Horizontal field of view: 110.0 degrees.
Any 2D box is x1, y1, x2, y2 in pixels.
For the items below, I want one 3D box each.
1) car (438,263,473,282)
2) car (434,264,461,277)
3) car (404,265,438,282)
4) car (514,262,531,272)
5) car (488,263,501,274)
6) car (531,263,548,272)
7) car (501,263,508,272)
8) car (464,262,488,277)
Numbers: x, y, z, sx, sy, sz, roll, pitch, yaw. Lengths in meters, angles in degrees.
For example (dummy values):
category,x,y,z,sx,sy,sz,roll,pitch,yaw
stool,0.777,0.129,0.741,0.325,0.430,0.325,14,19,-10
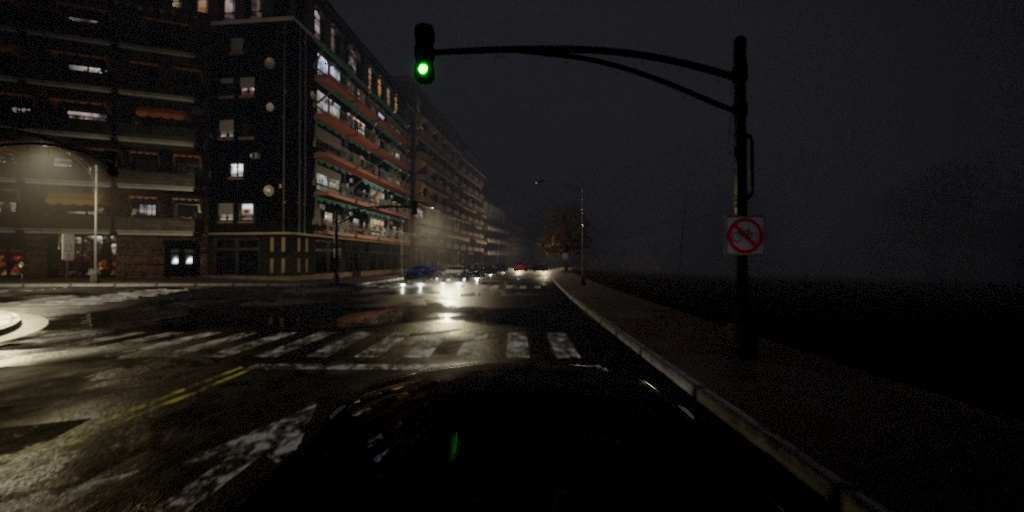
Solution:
category,x,y,z,sx,sy,sz,roll,pitch,yaw
car,-5.262,1.634,34.141,1.812,1.442,4.674,0,-1,4
car,-7.709,1.704,43.346,1.882,1.535,5.008,0,-1,6
car,-8.548,1.581,33.814,1.882,1.535,5.008,0,-1,4
car,1.685,1.872,64.463,2.097,1.767,4.553,0,-1,8
car,-3.368,1.918,52.914,1.994,1.385,4.181,0,-1,8
car,4.812,2.085,64.362,1.994,1.385,4.181,0,-1,9
car,-1.953,1.978,63.284,1.882,1.535,5.008,0,-1,9
car,-4.478,1.728,42.994,1.837,1.490,4.892,0,-1,6
